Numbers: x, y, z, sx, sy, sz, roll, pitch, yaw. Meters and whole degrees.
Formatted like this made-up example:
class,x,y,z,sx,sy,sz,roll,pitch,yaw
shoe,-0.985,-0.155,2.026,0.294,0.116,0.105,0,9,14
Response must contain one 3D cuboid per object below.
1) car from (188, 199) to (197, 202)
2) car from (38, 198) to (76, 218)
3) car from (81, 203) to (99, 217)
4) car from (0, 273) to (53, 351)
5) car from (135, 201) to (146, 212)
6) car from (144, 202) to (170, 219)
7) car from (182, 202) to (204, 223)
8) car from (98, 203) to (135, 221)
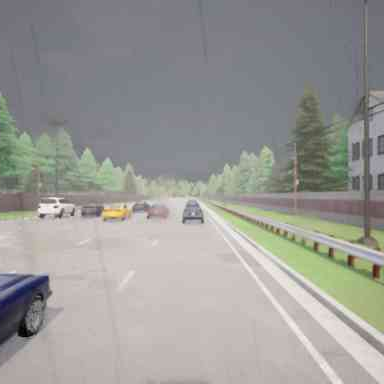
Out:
class,x,y,z,sx,sy,sz,roll,pitch,yaw
car,0.081,1.906,49.656,2.097,1.767,4.553,0,-1,0
car,-13.909,1.608,34.528,2.150,2.045,5.566,0,0,0
car,-10.410,1.891,35.779,2.128,1.511,4.902,0,-1,0
car,-3.401,1.645,3.813,1.895,1.301,4.718,0,-1,0
car,-6.922,2.004,45.863,2.128,1.511,4.902,0,-1,0
car,-3.410,1.947,34.208,1.994,1.385,4.181,0,-1,0
car,0.091,1.876,29.291,2.033,1.411,5.357,0,-1,0
car,-6.909,1.825,31.117,1.882,1.535,5.008,0,-1,0
